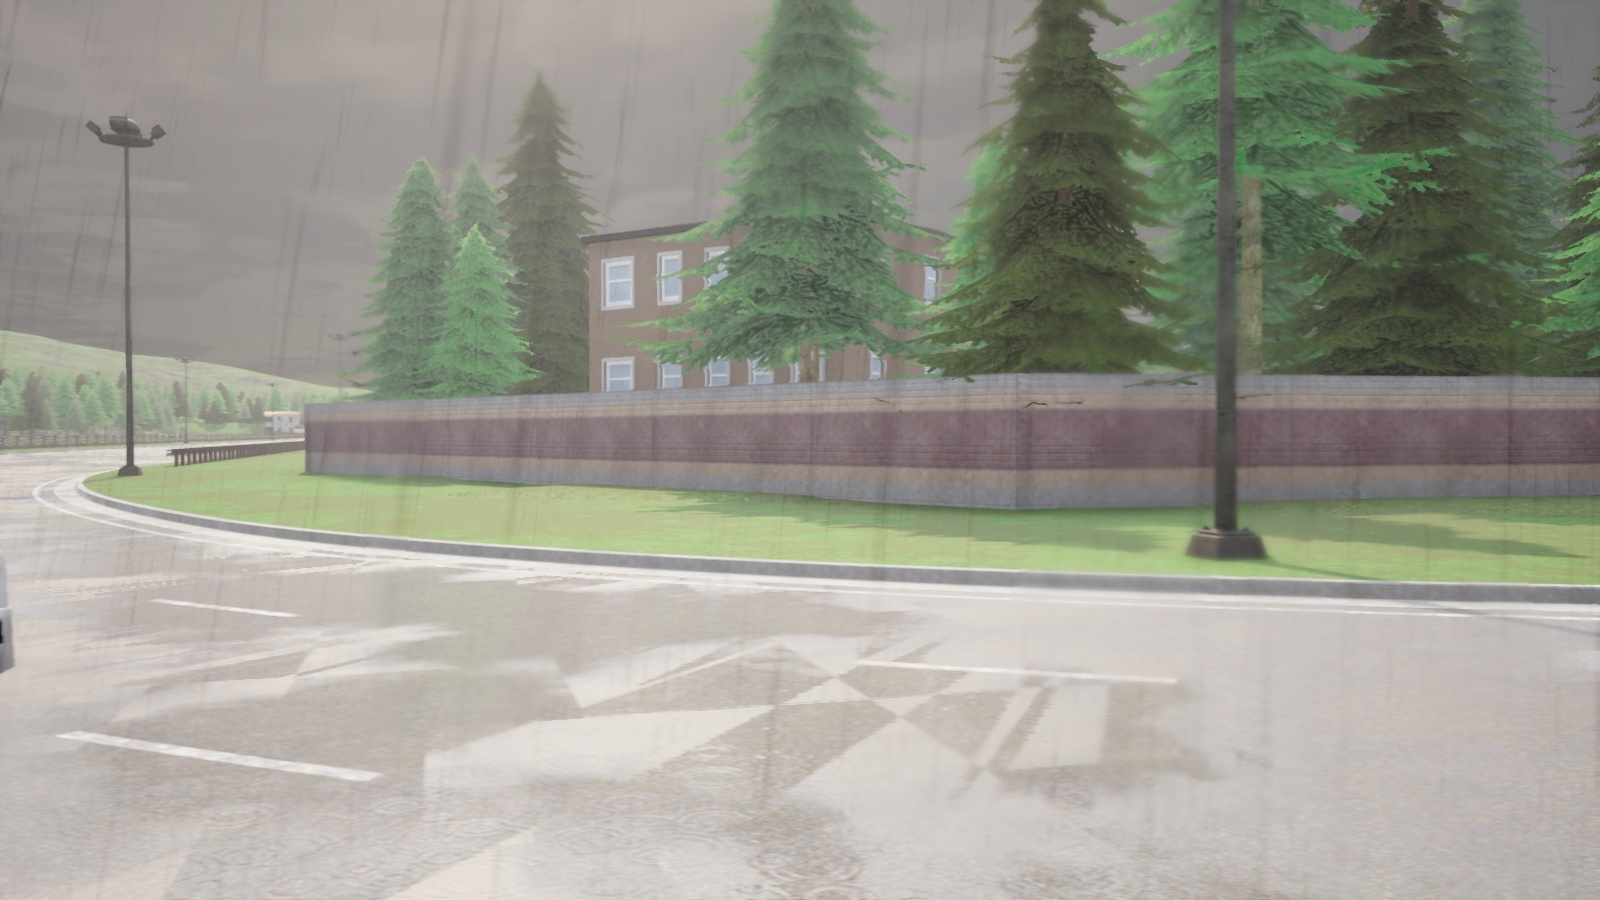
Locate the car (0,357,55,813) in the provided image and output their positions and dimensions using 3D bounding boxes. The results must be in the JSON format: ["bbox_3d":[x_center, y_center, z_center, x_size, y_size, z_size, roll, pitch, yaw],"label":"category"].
[{"bbox_3d":[-5.631,0.537,5.545,4.605,1.855,1.932,1,1,29],"label":"car"}]
